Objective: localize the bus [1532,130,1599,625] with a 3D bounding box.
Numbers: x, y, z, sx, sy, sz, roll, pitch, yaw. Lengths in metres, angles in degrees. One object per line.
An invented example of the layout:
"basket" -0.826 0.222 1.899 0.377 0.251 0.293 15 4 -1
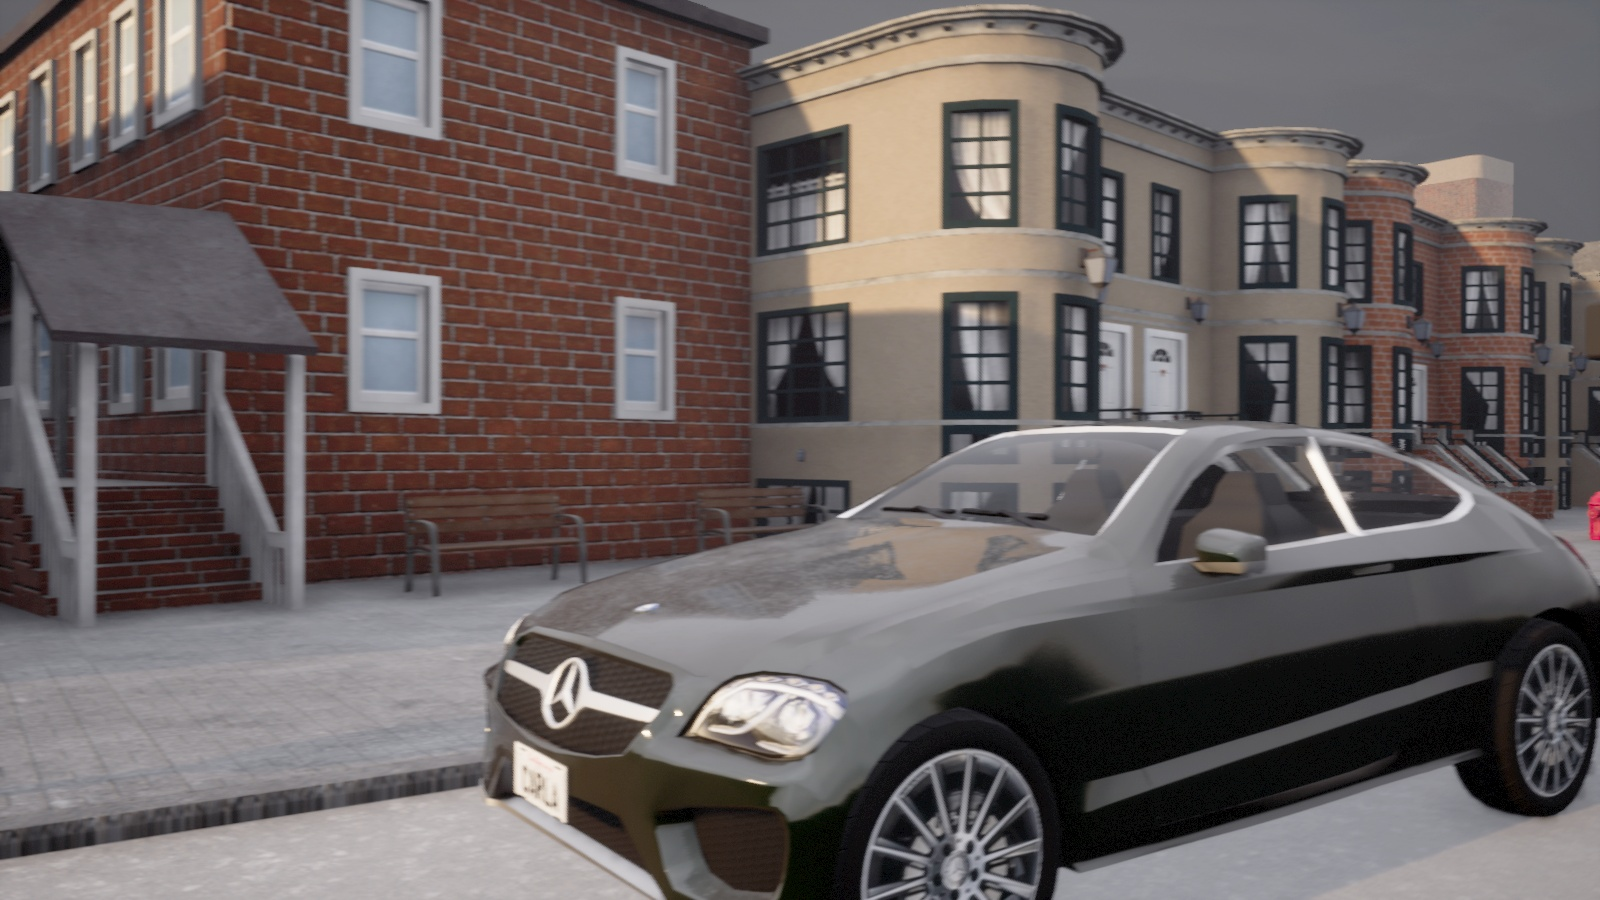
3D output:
"bus" 11.901 -0.626 12.557 10.273 4.253 3.944 0 0 -35

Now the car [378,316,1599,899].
"car" 1.158 0.534 5.074 5.027 1.651 2.152 0 0 -35
